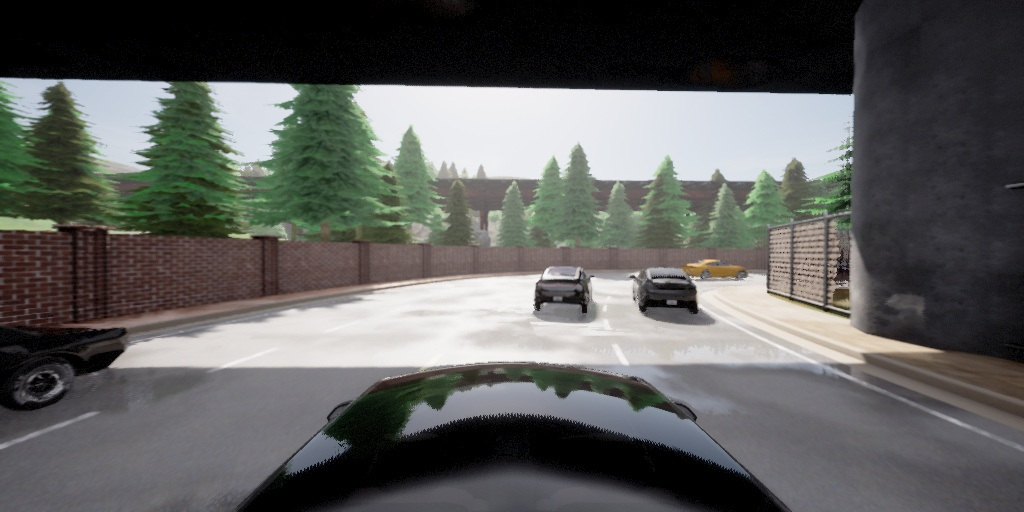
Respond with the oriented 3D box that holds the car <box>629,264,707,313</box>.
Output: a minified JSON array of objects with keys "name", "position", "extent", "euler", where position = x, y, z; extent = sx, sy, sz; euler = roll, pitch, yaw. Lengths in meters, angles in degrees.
[{"name":"car","position":[5.627,1.161,13.546],"extent":[1.837,1.490,4.892],"euler":[0,1,15]}]

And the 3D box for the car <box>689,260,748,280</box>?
[{"name":"car","position":[15.540,1.032,27.611],"extent":[5.008,1.535,1.882],"euler":[0,0,-10]}]

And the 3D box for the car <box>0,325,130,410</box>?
[{"name":"car","position":[-6.915,1.304,3.259],"extent":[1.895,1.301,4.718],"euler":[0,1,3]}]

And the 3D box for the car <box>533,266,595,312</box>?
[{"name":"car","position":[2.068,1.128,13.743],"extent":[2.128,1.511,4.902],"euler":[0,1,15]}]

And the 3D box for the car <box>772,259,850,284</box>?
[{"name":"car","position":[21.170,1.088,24.637],"extent":[5.008,1.535,1.882],"euler":[0,0,-4]}]
